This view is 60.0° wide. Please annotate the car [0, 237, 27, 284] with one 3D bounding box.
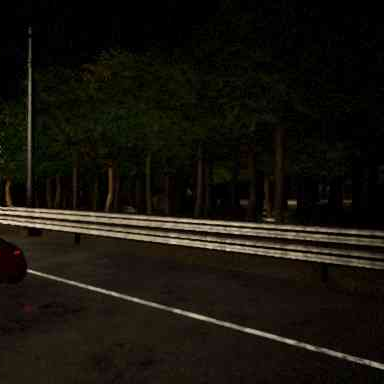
[{"bbox_3d":[-5.959,1.516,8.244,4.181,1.385,1.994,0,0,36],"label":"car"}]
